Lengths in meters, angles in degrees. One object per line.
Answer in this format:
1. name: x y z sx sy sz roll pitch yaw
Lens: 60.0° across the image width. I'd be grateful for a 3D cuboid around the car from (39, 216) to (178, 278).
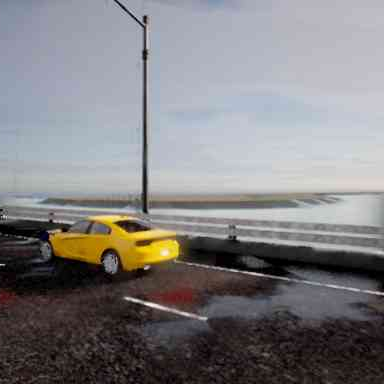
1. car: -2.726 1.466 10.257 5.008 1.535 1.882 0 0 36
